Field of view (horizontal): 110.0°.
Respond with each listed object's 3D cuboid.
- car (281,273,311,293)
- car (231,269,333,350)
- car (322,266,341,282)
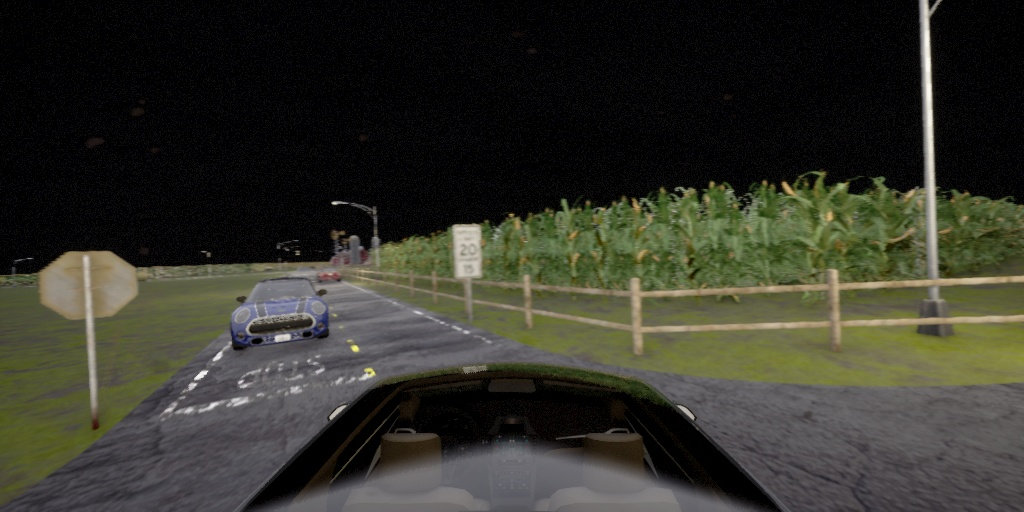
[{"bbox_3d":[-17.564,2.155,29.271,1.895,1.301,4.718,-3,0,-30],"label":"car"},{"bbox_3d":[-6.659,1.425,10.542,2.097,1.767,4.553,-3,0,-30],"label":"car"},{"bbox_3d":[-20.193,2.004,39.586,2.097,1.767,4.553,-3,0,-30],"label":"car"}]
